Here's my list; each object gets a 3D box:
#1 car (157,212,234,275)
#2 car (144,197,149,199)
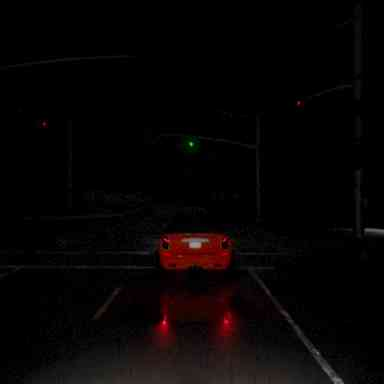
[{"bbox_3d":[0.091,1.437,10.894,2.097,1.767,4.553,0,0,0],"label":"car"},{"bbox_3d":[-10.963,1.910,71.529,4.553,1.767,2.097,0,0,24],"label":"car"}]
